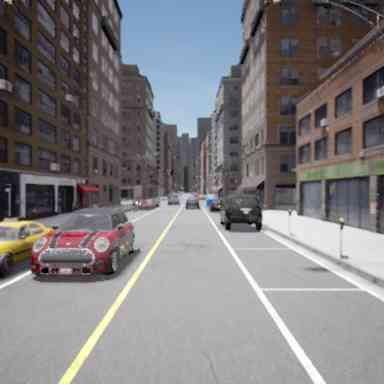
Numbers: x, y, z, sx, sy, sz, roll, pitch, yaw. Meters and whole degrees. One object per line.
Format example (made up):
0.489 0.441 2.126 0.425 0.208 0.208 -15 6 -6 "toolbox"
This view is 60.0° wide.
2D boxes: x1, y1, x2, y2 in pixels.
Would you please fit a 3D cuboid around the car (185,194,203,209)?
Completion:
0.093 1.458 45.814 2.128 1.511 4.902 0 0 0 "car"

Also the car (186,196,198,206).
0.011 1.489 55.515 1.812 1.442 4.674 0 0 0 "car"

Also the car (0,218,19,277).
-5.667 1.517 10.199 1.752 1.417 4.829 0 0 0 "car"

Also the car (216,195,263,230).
3.005 1.207 21.111 2.150 2.045 5.566 0 0 0 "car"

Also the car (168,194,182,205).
-2.989 1.539 56.125 1.994 1.385 4.181 0 0 0 "car"

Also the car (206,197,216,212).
2.863 1.539 37.636 1.947 1.339 4.313 0 0 0 "car"

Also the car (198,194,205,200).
2.593 1.375 93.248 1.967 1.590 4.097 0 0 -1 "car"

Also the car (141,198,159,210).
-5.661 1.552 43.075 1.802 1.307 4.206 0 0 0 "car"

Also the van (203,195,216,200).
2.864 1.308 48.534 1.690 1.788 3.998 0 0 0 "van"

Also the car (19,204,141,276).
-3.096 1.343 10.380 2.097 1.767 4.553 0 0 0 "car"

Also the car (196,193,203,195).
2.666 1.465 87.893 1.752 1.417 4.829 0 0 -1 "car"
